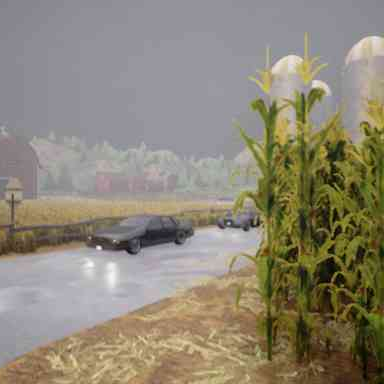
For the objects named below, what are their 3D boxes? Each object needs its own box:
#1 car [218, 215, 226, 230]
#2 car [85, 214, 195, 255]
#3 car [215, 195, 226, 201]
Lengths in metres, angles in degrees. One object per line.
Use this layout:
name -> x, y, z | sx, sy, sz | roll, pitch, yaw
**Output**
car -> 3.426, 1.781, 22.231 | 1.994, 1.385, 4.181 | 0, 0, 35
car -> -1.969, 1.709, 14.571 | 2.033, 1.411, 5.357 | 0, 0, 34
car -> 9.360, 1.614, 89.091 | 4.611, 1.667, 2.242 | 0, 0, 35
